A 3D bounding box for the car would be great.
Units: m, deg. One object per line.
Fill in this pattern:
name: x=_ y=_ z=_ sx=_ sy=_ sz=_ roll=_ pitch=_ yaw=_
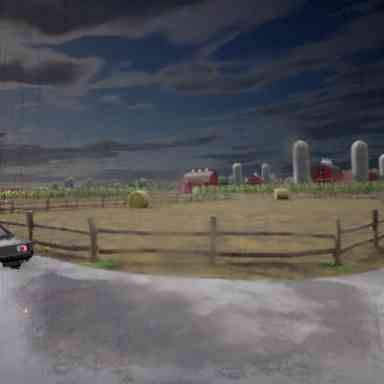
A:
car: x=-6.569 y=1.544 z=9.631 sx=4.718 sy=1.301 sz=1.895 roll=0 pitch=2 yaw=39
